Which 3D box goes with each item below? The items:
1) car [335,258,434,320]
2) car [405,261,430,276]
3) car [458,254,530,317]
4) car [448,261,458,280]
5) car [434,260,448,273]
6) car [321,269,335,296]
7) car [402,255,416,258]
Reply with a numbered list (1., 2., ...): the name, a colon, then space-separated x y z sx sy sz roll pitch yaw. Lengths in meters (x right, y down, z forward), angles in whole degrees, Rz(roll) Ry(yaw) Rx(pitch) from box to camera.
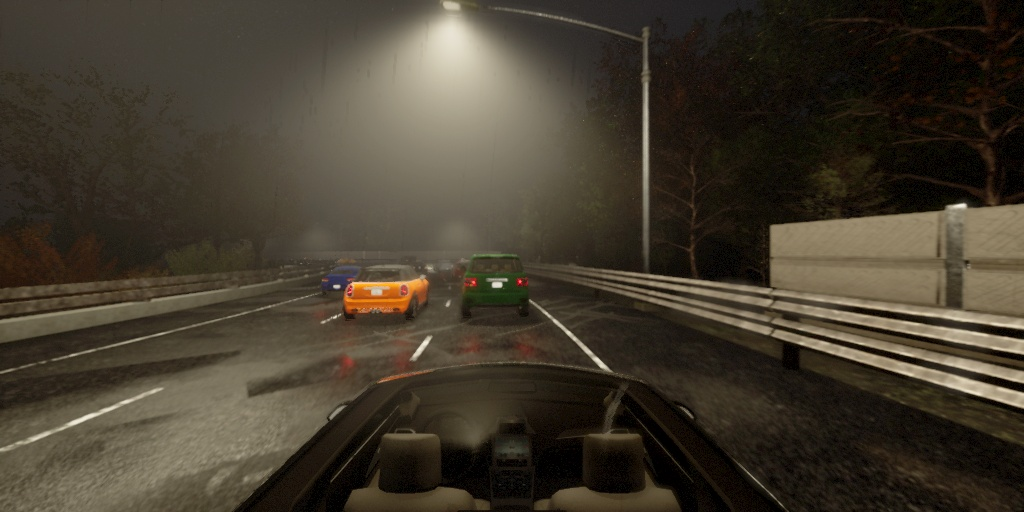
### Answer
1. car: -4.228 1.097 12.781 2.097 1.767 4.553 0 0 -6
2. car: -10.352 1.268 39.055 2.033 1.411 5.357 0 0 -21
3. car: -0.722 0.953 13.289 2.150 2.045 5.566 0 0 -6
4. car: -4.093 1.191 30.515 1.882 1.535 5.008 0 0 -14
5. car: -8.190 1.232 42.902 1.812 1.442 4.674 0 0 -22
6. car: -8.669 1.276 19.206 1.812 1.442 4.674 0 0 -10
7. car: -18.018 0.929 61.957 2.150 2.045 5.566 0 0 -33
